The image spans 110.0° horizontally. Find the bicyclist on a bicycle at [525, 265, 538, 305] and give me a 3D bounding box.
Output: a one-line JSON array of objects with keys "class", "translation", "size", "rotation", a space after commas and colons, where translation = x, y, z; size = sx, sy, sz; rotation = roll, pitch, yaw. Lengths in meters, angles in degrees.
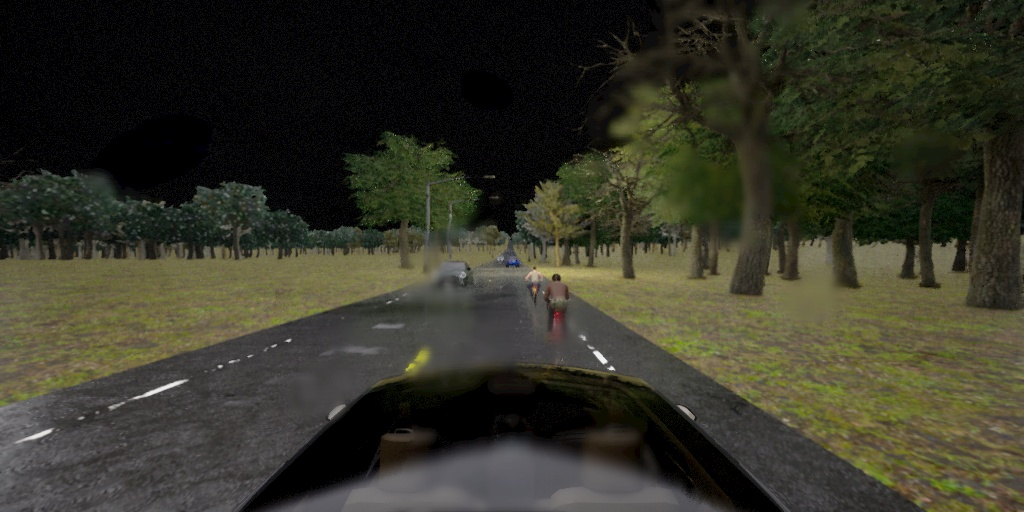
[{"class": "bicyclist on a bicycle", "translation": [0.934, 1.188, 14.917], "size": [0.866, 1.612, 1.509], "rotation": [0, -1, 0]}]

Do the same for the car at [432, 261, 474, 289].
[{"class": "car", "translation": [-3.637, 1.104, 22.793], "size": [2.097, 1.767, 4.553], "rotation": [0, 0, 0]}]

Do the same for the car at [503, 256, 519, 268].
[{"class": "car", "translation": [0.057, 1.010, 64.788], "size": [2.150, 2.045, 5.566], "rotation": [0, 0, -6]}]

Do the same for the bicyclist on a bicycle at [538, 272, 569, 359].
[{"class": "bicyclist on a bicycle", "translation": [0.954, 1.203, 7.520], "size": [0.582, 1.620, 1.656], "rotation": [0, 0, 0]}]
